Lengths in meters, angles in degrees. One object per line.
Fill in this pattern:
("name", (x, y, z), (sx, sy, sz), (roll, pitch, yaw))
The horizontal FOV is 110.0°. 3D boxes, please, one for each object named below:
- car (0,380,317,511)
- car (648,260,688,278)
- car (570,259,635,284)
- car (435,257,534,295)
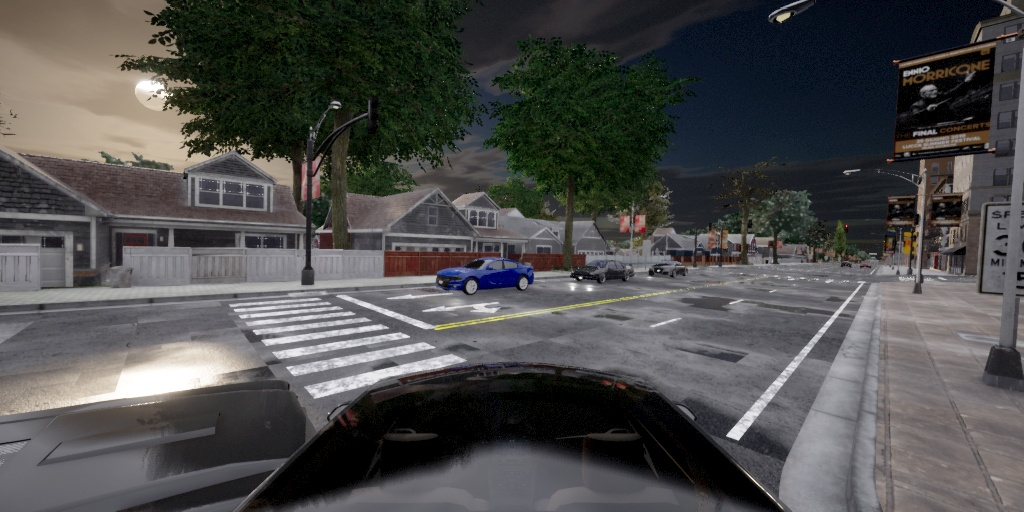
("car", (-3.309, 1.290, 1.278), (4.718, 1.301, 1.895), (1, 2, -34))
("car", (13.241, 1.017, 30.309), (4.181, 1.385, 1.994), (0, 2, -44))
("car", (6.046, 0.941, 23.386), (5.357, 1.411, 2.033), (0, 2, -44))
("car", (-1.119, 0.816, 16.464), (5.008, 1.535, 1.882), (0, 2, -44))
